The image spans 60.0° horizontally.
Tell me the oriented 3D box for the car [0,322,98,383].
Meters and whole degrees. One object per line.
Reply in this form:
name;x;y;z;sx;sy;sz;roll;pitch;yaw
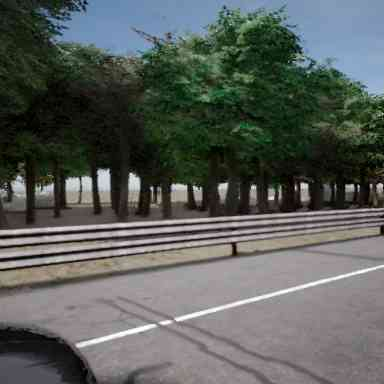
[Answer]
car;-2.926;1.492;1.627;4.902;1.511;2.128;0;0;-36
